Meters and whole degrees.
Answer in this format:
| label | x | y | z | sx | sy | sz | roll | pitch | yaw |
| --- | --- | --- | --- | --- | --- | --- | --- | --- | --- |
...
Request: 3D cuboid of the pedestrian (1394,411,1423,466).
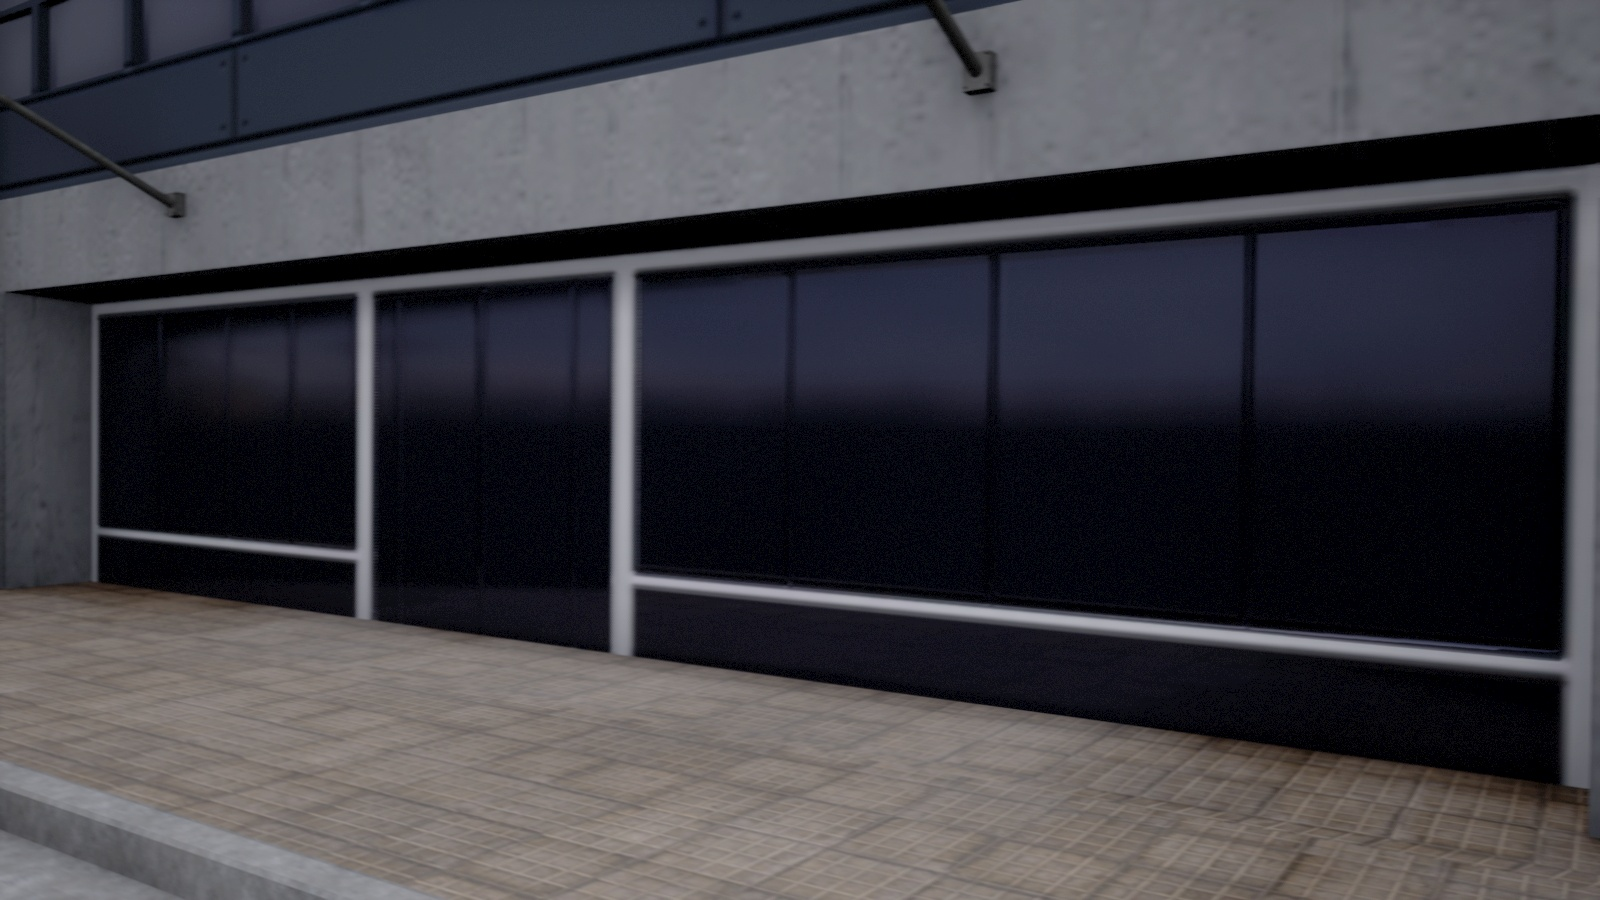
| label | x | y | z | sx | sy | sz | roll | pitch | yaw |
| --- | --- | --- | --- | --- | --- | --- | --- | --- | --- |
| pedestrian | 21.007 | -0.390 | 43.338 | 0.849 | 1.883 | 0.563 | 0 | 1 | 33 |
